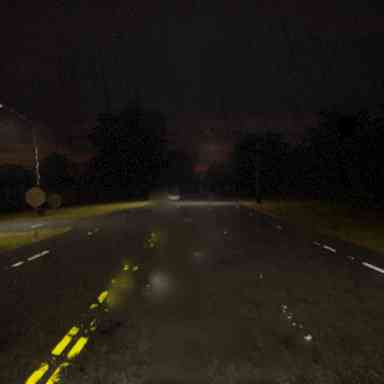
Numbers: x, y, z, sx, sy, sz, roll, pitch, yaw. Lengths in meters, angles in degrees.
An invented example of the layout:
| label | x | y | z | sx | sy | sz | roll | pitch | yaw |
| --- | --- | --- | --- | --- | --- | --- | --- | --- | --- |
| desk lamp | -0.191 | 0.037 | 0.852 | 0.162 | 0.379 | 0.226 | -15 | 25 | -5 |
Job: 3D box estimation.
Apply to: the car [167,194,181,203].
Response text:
| label | x | y | z | sx | sy | sz | roll | pitch | yaw |
| --- | --- | --- | --- | --- | --- | --- | --- | --- | --- |
| car | -2.869 | 0.978 | 52.523 | 1.895 | 1.301 | 4.718 | 0 | 1 | 2 |
